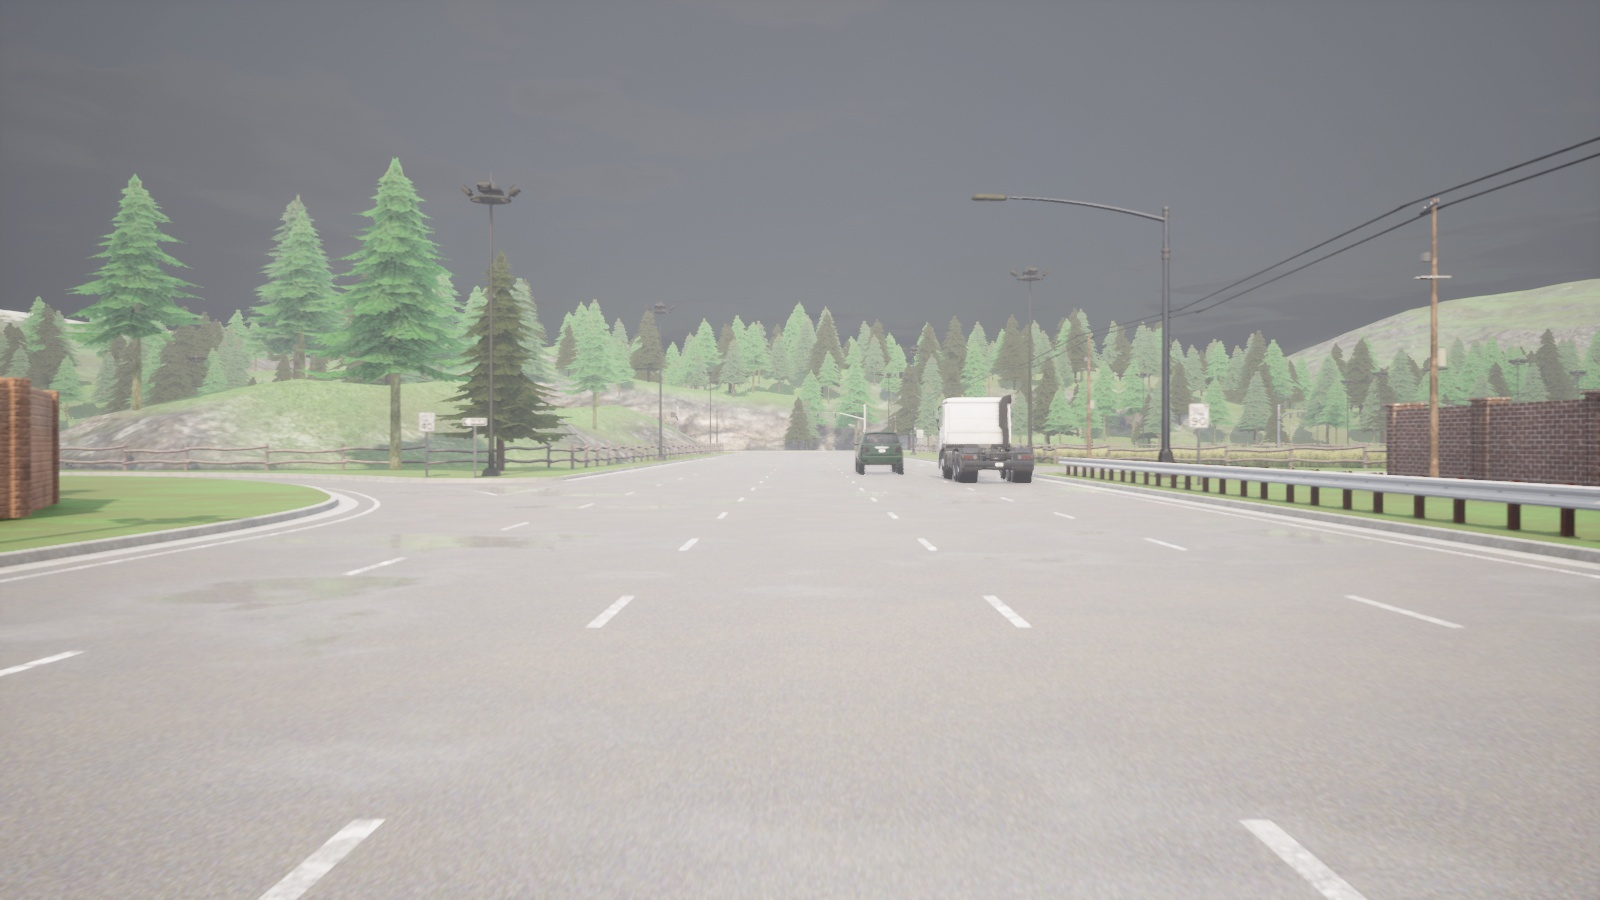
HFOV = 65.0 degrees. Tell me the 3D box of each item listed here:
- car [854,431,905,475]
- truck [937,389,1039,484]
[{"bbox_3d":[3.849,0.124,61.625,2.150,2.045,5.566,0,0,0],"label":"car"},{"bbox_3d":[7.285,-0.507,49.720,2.891,3.462,7.936,0,0,0],"label":"truck"}]
